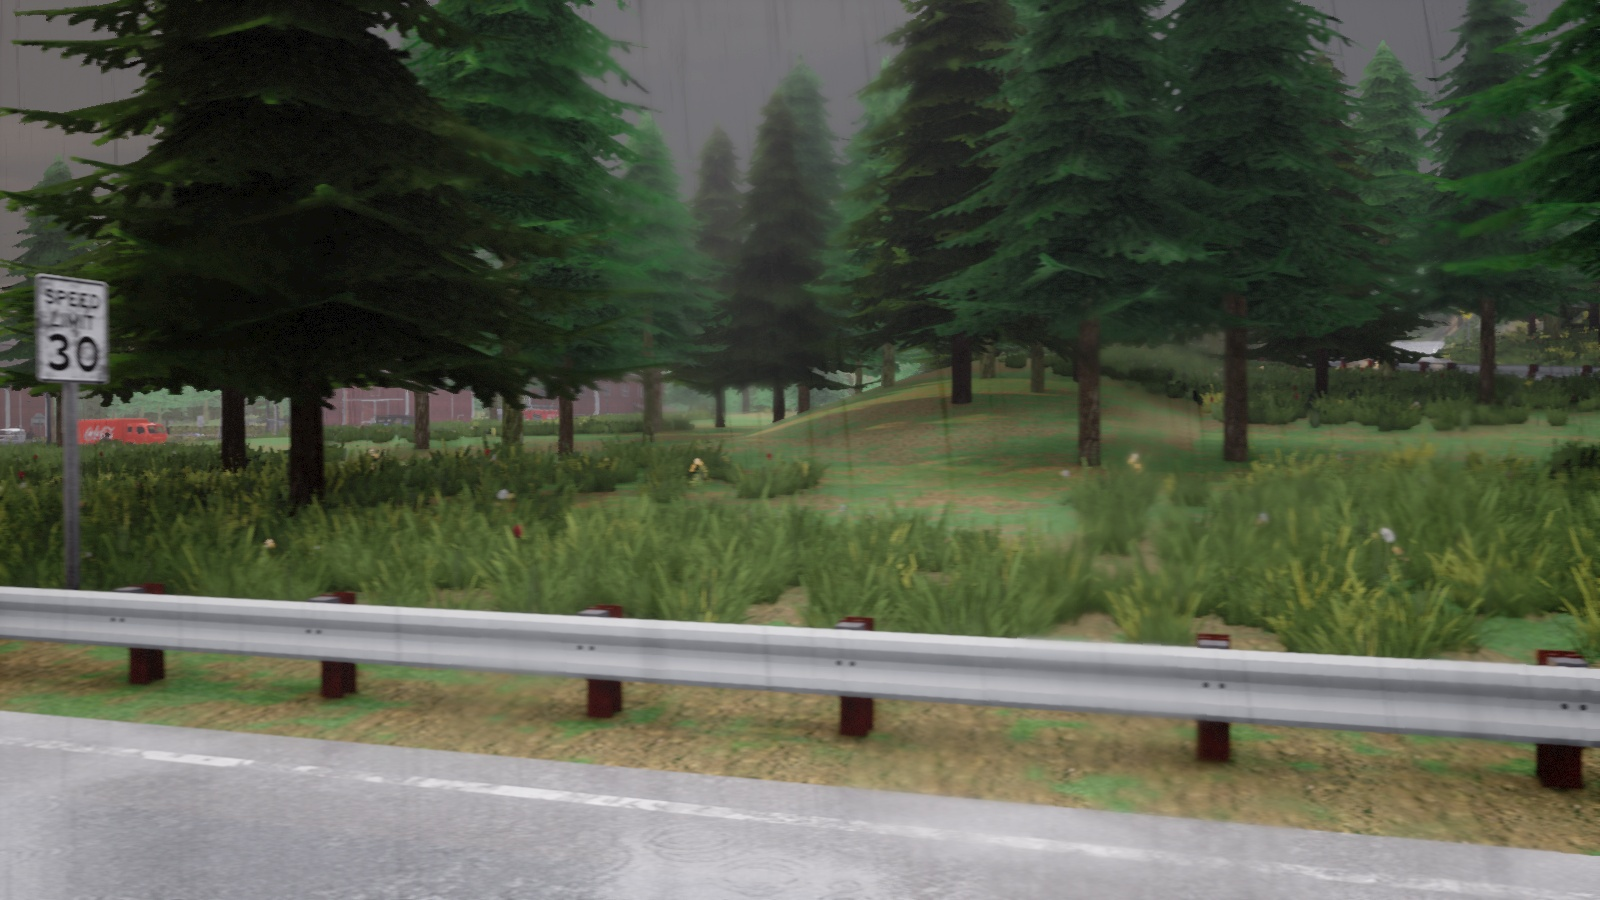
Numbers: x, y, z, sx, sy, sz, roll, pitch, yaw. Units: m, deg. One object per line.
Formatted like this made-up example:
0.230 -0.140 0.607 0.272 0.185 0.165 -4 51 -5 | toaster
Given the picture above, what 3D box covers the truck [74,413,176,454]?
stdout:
-41.894 -1.027 77.945 5.204 2.467 2.627 0 1 16 | truck
